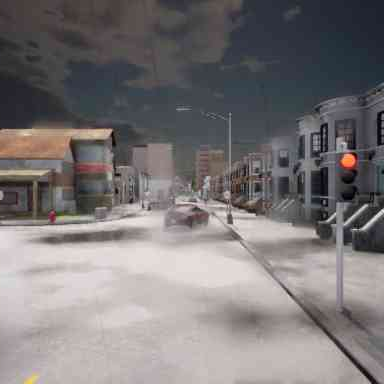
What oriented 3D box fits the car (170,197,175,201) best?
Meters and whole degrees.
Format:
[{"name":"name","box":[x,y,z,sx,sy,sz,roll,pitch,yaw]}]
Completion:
[{"name":"car","box":[-4.032,1.505,49.433,1.837,1.490,4.892,0,0,0]}]

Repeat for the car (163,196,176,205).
[{"name":"car","box":[-3.983,1.547,59.882,2.033,1.411,5.357,0,0,1]}]

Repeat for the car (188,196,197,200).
[{"name":"car","box":[0.134,1.690,73.306,2.033,1.411,5.357,0,0,0]}]

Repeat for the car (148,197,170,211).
[{"name":"car","box":[-4.056,1.564,39.488,1.994,1.385,4.181,0,0,0]}]

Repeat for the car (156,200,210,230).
[{"name":"car","box":[-0.276,1.526,21.305,1.812,1.442,4.674,1,0,20]}]
